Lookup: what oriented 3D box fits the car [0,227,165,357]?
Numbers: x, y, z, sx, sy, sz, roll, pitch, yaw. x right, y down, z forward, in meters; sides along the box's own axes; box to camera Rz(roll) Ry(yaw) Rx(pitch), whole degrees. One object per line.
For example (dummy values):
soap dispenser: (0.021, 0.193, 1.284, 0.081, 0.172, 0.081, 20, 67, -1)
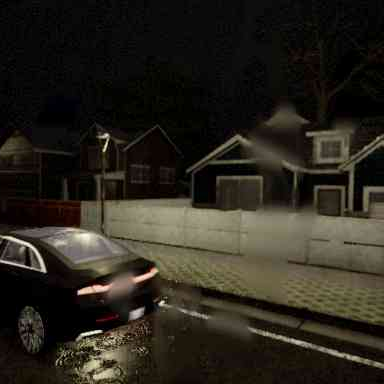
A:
car: (-2.725, 1.384, 5.873, 4.902, 1.511, 2.128, 1, 1, 35)
